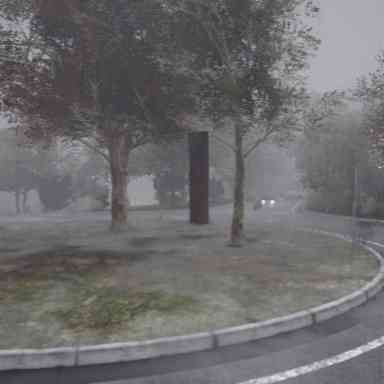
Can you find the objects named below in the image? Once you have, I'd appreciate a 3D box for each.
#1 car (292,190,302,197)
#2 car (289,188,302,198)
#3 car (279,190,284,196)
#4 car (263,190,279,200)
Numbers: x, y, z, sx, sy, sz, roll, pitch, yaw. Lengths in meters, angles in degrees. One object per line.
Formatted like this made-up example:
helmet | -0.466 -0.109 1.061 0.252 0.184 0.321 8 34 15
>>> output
car | 24.796 0.312 78.332 2.033 1.411 5.357 0 0 20
car | 21.199 0.147 68.581 2.150 2.045 5.566 0 1 20
car | 19.352 0.210 73.686 2.033 1.411 5.357 0 1 20
car | 13.581 0.751 58.185 1.895 1.301 4.718 0 1 21
